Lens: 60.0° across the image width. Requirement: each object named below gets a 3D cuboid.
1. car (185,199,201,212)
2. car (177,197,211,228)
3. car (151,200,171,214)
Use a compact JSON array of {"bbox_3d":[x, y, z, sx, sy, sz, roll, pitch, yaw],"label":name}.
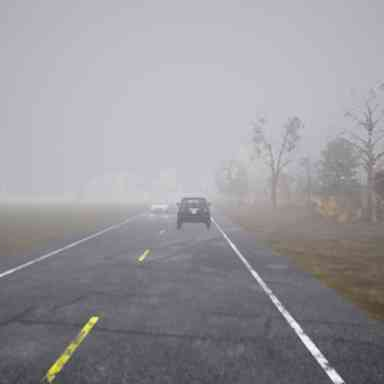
[{"bbox_3d":[0.127,1.660,41.950,1.882,1.535,5.008,0,0,0],"label":"car"},{"bbox_3d":[0.117,1.331,23.015,2.150,2.045,5.566,0,0,0],"label":"car"},{"bbox_3d":[-3.564,1.693,37.852,1.812,1.442,4.674,0,0,0],"label":"car"}]
